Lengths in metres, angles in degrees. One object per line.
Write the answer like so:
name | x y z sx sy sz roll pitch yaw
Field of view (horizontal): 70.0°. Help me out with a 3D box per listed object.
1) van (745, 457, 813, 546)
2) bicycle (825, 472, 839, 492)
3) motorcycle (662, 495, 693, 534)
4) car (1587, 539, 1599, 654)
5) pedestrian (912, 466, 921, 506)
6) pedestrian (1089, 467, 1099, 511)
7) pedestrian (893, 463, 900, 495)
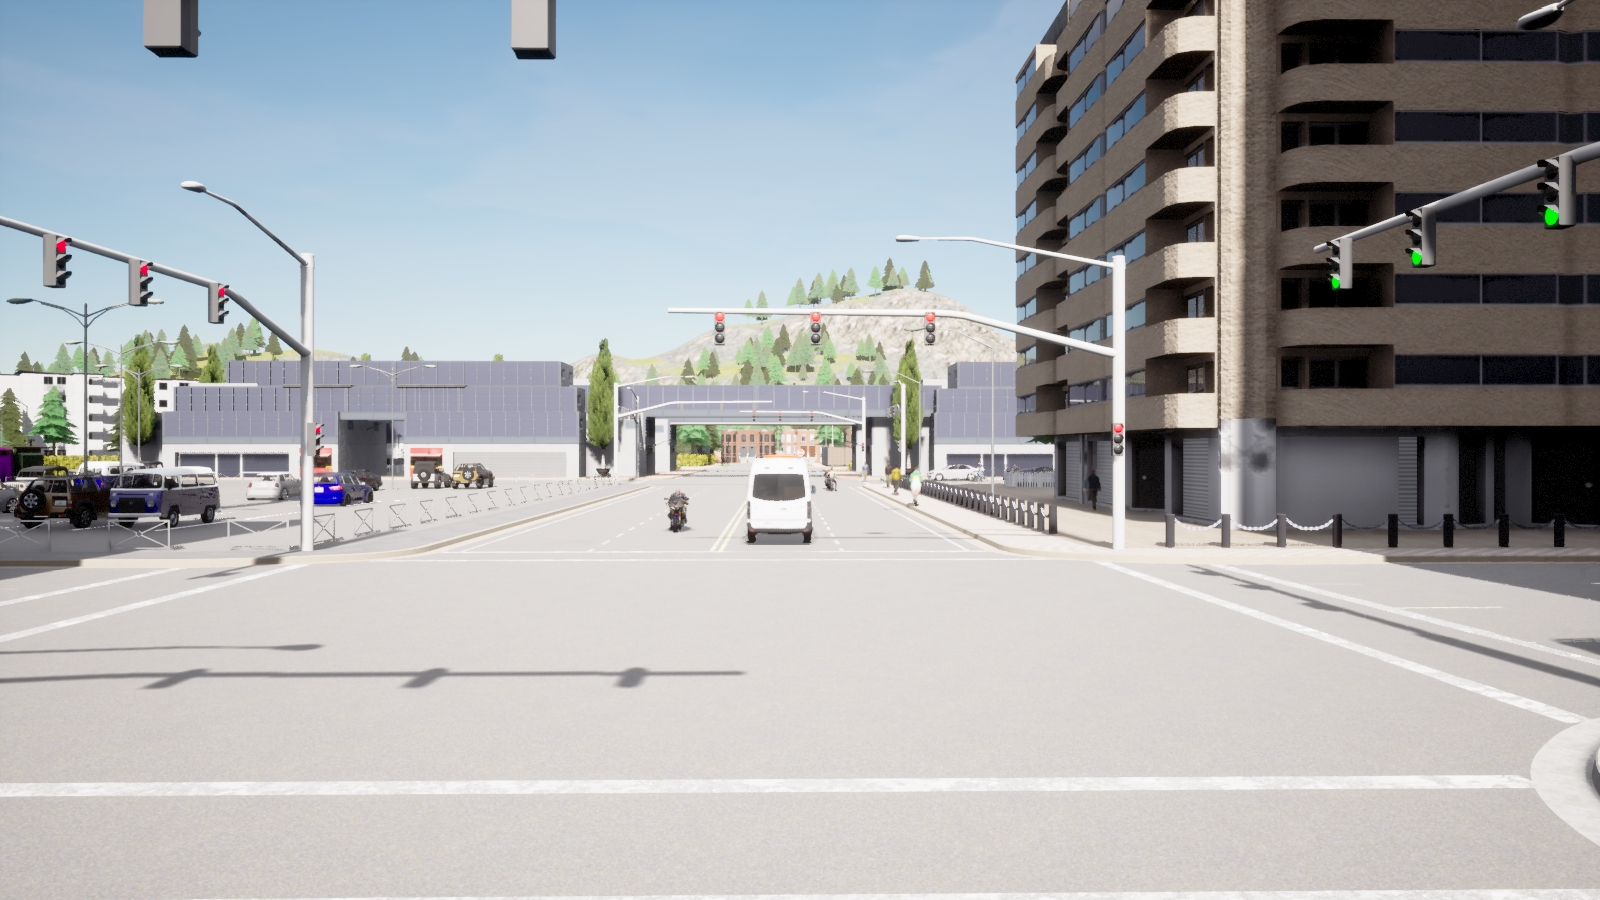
van | -0.627 1.534 36.611 1.988 2.561 5.915 0 0 0
bicycle | 2.134 2.158 77.288 0.859 1.276 1.487 0 0 -1
motorcycle | -4.213 2.205 39.441 0.867 1.251 2.209 0 0 -1
car | 13.048 1.984 14.685 4.514 1.525 2.007 0 0 -2
pedestrian | 5.500 1.695 54.104 0.375 1.860 0.375 0 0 -1
pedestrian | 12.413 1.656 48.269 0.375 1.860 0.375 0 0 7
pedestrian | 5.615 1.695 66.750 0.375 1.860 0.375 0 0 -2
